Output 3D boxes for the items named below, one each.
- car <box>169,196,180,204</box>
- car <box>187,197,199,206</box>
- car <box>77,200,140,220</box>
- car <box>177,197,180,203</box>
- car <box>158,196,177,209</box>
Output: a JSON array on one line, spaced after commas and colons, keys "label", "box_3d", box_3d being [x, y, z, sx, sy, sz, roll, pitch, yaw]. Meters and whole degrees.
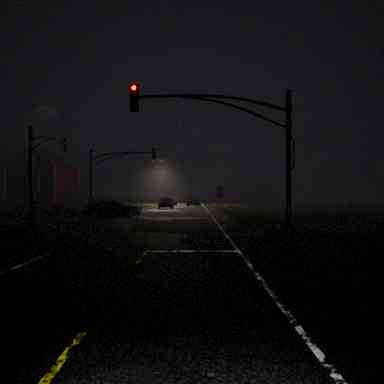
[{"label": "car", "box_3d": [-3.429, 1.537, 65.017, 1.895, 1.301, 4.718, 0, 0, 1]}, {"label": "car", "box_3d": [0.185, 1.517, 55.276, 1.994, 1.385, 4.181, 0, 0, 0]}, {"label": "car", "box_3d": [-6.776, 1.404, 27.367, 5.008, 1.535, 1.882, 0, 1, -28]}, {"label": "car", "box_3d": [-3.484, 1.478, 55.089, 1.812, 1.442, 4.674, 0, 0, 1]}, {"label": "car", "box_3d": [-3.511, 1.444, 45.226, 1.882, 1.535, 5.008, 0, 0, 0]}]
